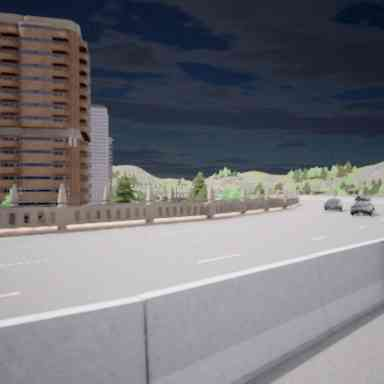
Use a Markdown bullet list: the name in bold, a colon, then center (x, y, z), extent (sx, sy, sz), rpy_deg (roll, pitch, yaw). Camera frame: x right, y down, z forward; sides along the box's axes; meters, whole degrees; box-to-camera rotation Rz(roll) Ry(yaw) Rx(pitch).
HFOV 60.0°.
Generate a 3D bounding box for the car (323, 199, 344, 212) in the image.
- **car**: center (16.791, 1.554, 39.320), extent (1.837, 1.490, 4.892), rpy_deg (0, -1, 29)

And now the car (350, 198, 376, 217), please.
- **car**: center (16.586, 1.576, 32.130), extent (2.033, 1.411, 5.357), rpy_deg (0, 0, 33)

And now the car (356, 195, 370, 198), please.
- **car**: center (33.430, 1.293, 64.879), extent (1.882, 1.535, 5.008), rpy_deg (0, 0, 12)
